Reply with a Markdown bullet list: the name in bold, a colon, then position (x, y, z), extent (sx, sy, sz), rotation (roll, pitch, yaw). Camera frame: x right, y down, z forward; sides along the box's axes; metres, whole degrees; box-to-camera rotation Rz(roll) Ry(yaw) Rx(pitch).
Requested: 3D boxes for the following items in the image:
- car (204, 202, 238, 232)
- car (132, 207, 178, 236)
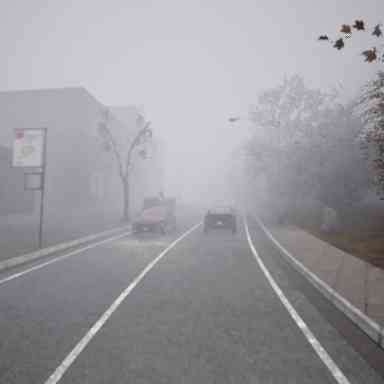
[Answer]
- **car**: position (1.870, 1.635, 21.295), extent (1.882, 1.535, 5.008), rotation (-1, -1, 8)
- **car**: position (-2.091, 1.659, 19.745), extent (1.882, 1.535, 5.008), rotation (-1, -1, 8)
